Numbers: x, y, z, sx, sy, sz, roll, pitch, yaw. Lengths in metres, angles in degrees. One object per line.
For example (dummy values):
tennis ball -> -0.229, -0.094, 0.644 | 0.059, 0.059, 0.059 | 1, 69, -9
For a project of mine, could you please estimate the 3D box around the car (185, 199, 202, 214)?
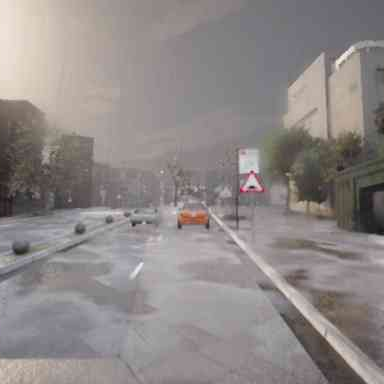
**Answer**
car -> 0.232, 1.667, 40.364 | 1.882, 1.535, 5.008 | 0, 1, 2

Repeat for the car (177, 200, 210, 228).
car -> 0.103, 1.495, 23.228 | 2.097, 1.767, 4.553 | 0, 0, 0

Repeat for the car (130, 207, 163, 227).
car -> -3.147, 1.748, 24.055 | 1.895, 1.301, 4.718 | 0, 0, 0
